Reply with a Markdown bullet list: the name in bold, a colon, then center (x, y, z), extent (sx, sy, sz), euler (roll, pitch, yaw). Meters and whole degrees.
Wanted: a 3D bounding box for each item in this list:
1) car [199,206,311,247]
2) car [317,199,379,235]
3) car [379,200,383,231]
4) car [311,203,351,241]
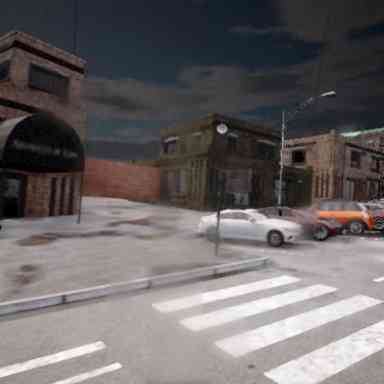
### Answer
- **car**: center (2.482, 1.470, 14.701), extent (4.674, 1.452, 2.002), euler (-1, -1, 34)
- **car**: center (7.302, 1.273, 18.115), extent (4.553, 1.767, 2.185), euler (-1, 0, 34)
- **car**: center (9.656, 1.413, 19.864), extent (4.792, 1.488, 2.163), euler (-1, 0, 35)
- **car**: center (4.907, 1.443, 16.403), extent (4.792, 1.488, 2.163), euler (-1, -1, 34)
